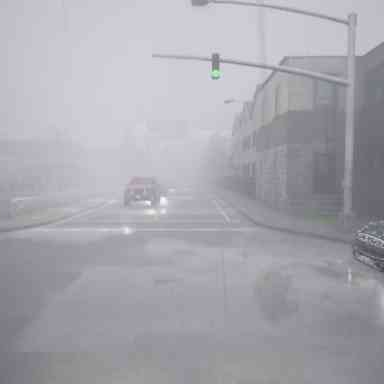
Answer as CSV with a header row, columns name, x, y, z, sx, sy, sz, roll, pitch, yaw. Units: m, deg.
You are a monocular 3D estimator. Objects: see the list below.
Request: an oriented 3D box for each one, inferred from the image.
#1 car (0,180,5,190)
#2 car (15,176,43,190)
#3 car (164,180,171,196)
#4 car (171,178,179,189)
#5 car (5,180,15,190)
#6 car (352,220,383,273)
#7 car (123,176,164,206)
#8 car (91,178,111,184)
name,x,y,z,sx,sy,sz,roll,pitch,yaw
car,-18.924,-0.122,29.095,2.007,1.523,4.514,0,3,0
car,-22.627,-1.274,46.928,1.905,1.878,3.866,0,3,0
car,-3.595,-0.321,35.093,1.895,1.301,4.718,0,3,0
car,-3.502,-1.131,50.624,1.994,1.385,4.181,0,3,0
car,-25.954,-1.022,47.544,1.970,1.475,3.806,0,3,0
car,6.243,0.997,7.650,4.553,1.767,2.097,1,3,0
car,-3.600,-0.173,24.962,2.150,2.045,5.566,0,3,0
car,-22.174,-2.641,80.905,4.611,1.667,2.242,0,3,0
